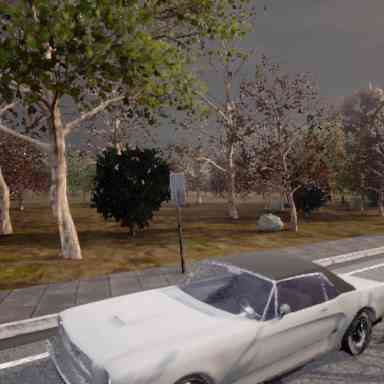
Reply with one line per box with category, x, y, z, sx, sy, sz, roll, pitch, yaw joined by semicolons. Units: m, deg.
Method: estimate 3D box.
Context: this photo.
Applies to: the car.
car;0.673;1.595;4.476;4.718;1.301;1.895;0;0;-36
